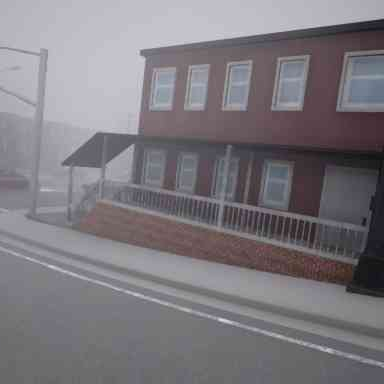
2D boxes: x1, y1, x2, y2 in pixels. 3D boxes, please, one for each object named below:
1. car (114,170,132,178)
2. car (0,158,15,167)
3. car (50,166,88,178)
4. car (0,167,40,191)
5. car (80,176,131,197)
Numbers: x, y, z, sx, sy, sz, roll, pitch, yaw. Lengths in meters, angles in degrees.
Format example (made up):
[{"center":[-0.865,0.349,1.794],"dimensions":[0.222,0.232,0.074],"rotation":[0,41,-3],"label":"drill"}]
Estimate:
[{"center":[-9.170,-2.469,48.568],"dimensions":[1.812,1.442,4.674],"rotation":[10,6,35],"label":"car"},{"center":[-20.240,-2.653,33.256],"dimensions":[2.097,1.767,4.553],"rotation":[10,6,36],"label":"car"},{"center":[-14.941,-2.474,40.594],"dimensions":[1.812,1.442,4.674],"rotation":[10,6,36],"label":"car"},{"center":[-13.481,-0.880,24.587],"dimensions":[1.994,1.385,4.181],"rotation":[10,6,35],"label":"car"},{"center":[-6.724,-0.328,28.030],"dimensions":[1.895,1.301,4.718],"rotation":[10,6,35],"label":"car"}]
